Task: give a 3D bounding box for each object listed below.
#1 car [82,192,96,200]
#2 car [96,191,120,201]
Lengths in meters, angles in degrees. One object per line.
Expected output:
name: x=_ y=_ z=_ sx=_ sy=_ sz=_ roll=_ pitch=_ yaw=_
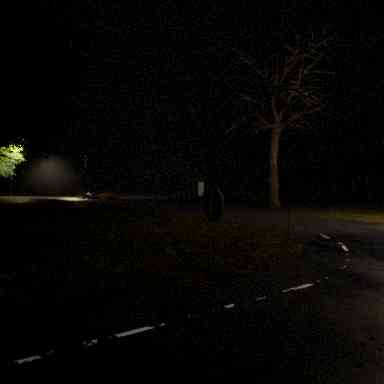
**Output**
car: x=-18.234 y=0.680 z=60.089 sx=2.033 sy=1.411 sz=5.357 roll=2 pitch=-1 yaw=-36
car: x=-13.169 y=0.647 z=53.120 sx=1.882 sy=1.535 sz=5.008 roll=2 pitch=-1 yaw=-35
